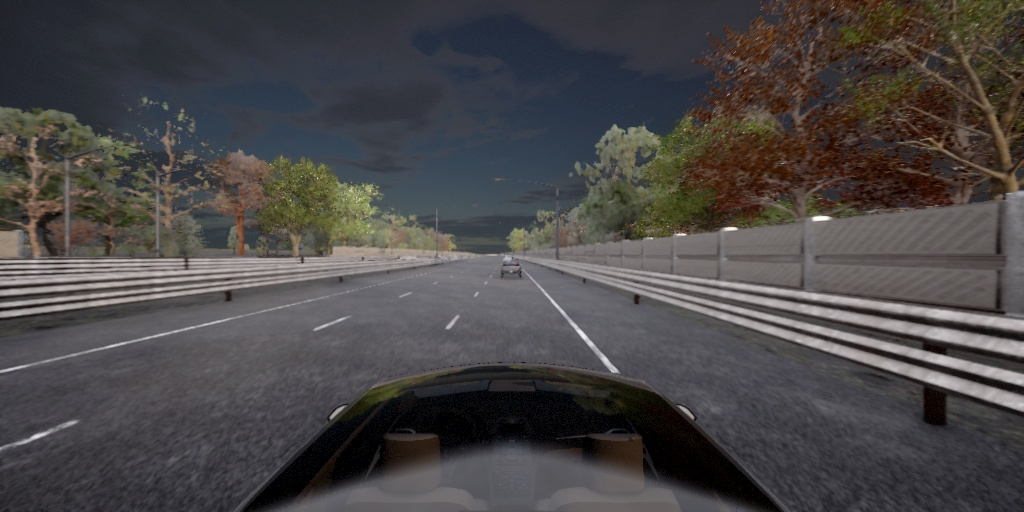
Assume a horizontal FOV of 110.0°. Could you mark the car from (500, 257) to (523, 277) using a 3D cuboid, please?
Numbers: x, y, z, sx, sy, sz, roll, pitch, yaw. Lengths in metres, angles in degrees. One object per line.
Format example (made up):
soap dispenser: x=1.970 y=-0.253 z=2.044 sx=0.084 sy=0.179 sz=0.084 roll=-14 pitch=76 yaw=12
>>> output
car: x=-0.071 y=1.086 z=32.471 sx=2.128 sy=1.511 sz=4.902 roll=0 pitch=1 yaw=0
